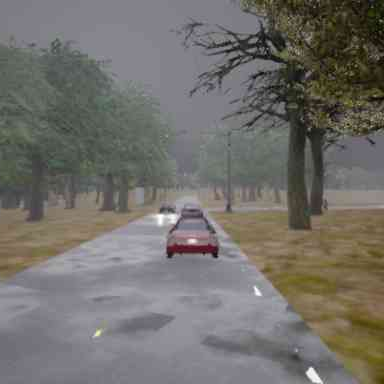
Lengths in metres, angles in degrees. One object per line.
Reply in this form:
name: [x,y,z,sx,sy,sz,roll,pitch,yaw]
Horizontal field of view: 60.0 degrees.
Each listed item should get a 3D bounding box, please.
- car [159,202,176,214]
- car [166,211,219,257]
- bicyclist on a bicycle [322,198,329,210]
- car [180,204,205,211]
car: [-3.008,1.957,41.346,1.895,1.301,4.718,0,0,0]
car: [0.029,1.692,13.571,1.994,1.385,4.181,0,0,0]
bicyclist on a bicycle: [18.551,1.696,46.340,0.582,1.620,1.656,-1,-1,0]
car: [0.028,1.767,28.547,1.837,1.490,4.892,0,0,1]
